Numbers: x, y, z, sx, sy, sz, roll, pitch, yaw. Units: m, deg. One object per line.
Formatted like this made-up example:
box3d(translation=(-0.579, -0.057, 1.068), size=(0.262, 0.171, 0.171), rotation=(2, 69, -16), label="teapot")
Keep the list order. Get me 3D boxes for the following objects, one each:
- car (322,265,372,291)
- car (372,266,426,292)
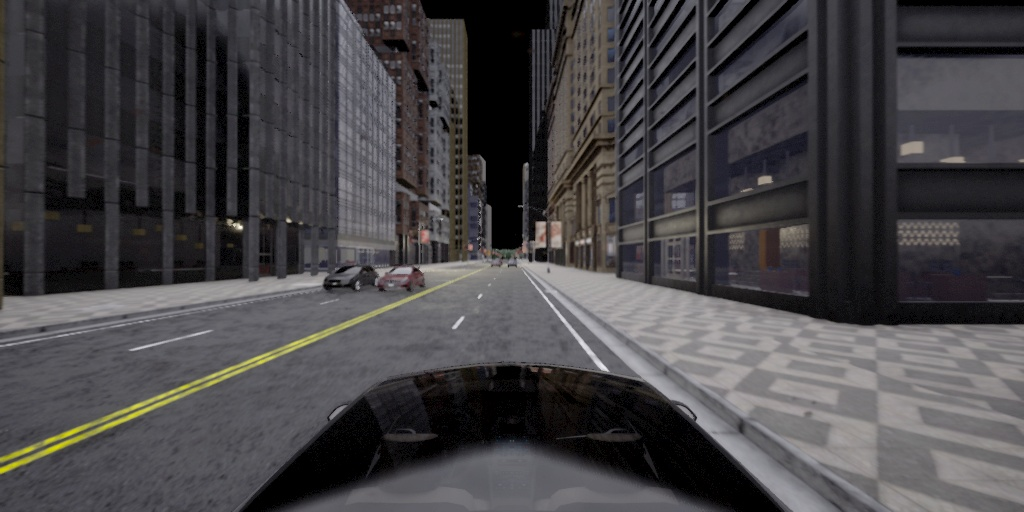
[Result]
box3d(translation=(-9.765, 1.310, 22.201), size=(1.837, 1.490, 4.892), rotation=(0, -1, 1), label="car")
box3d(translation=(-6.519, 1.329, 21.689), size=(1.812, 1.442, 4.674), rotation=(0, 0, 0), label="car")
